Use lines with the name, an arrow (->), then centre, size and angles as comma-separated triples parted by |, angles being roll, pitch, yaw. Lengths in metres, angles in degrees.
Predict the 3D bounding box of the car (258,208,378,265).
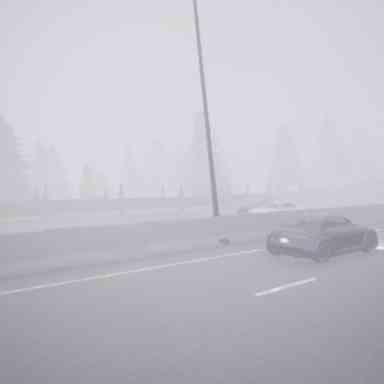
car -> 4.414, 1.400, 11.198 | 4.181, 1.385, 1.994 | -1, 1, -36

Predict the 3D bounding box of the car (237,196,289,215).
car -> 6.448, 1.156, 29.995 | 4.674, 1.442, 1.812 | -1, 0, -35

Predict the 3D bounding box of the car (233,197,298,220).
car -> 5.637, 1.165, 25.153 | 5.008, 1.535, 1.882 | -1, 0, -35

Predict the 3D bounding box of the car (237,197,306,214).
car -> 5.293, 1.261, 20.633 | 4.674, 1.442, 1.812 | -1, 1, -35
